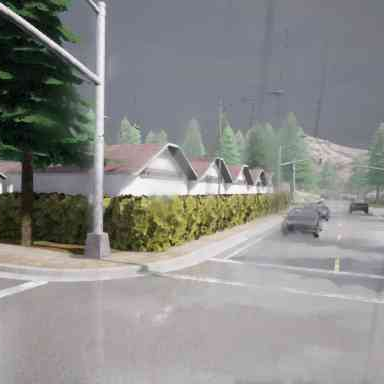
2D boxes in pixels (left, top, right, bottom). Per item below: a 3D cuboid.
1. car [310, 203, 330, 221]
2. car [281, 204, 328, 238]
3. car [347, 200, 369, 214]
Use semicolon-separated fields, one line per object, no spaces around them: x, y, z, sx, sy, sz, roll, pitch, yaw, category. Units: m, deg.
10.485;1.644;27.951;1.994;1.385;4.181;1;0;25;car
6.376;1.620;18.925;2.033;1.411;5.357;1;0;24;car
19.148;1.658;38.308;1.837;1.490;4.892;1;0;23;car
